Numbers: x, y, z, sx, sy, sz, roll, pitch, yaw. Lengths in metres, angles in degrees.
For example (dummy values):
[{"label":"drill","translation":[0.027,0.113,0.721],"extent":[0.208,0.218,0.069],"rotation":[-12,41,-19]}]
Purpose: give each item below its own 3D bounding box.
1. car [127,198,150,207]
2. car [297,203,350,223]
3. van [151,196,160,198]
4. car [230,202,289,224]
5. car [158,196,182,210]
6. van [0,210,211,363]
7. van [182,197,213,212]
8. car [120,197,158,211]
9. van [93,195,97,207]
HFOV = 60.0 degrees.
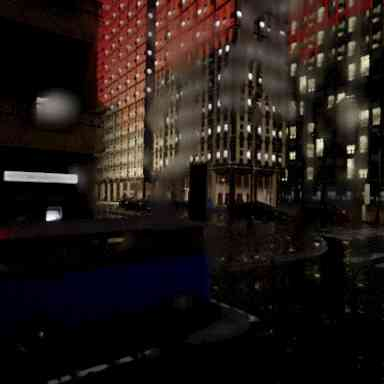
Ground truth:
[{"label":"car","translation":[-8.937,1.704,55.078],"extent":[1.947,1.339,4.313],"rotation":[2,-1,-35]},{"label":"car","translation":[10.681,1.622,27.441],"extent":[1.967,1.590,4.097],"rotation":[2,-1,-35]},{"label":"van","translation":[-5.663,1.485,50.475],"extent":[1.690,1.788,3.998],"rotation":[2,-1,-35]},{"label":"car","translation":[5.026,1.516,25.403],"extent":[1.882,1.535,5.008],"rotation":[2,-1,-35]},{"label":"car","translation":[-2.398,1.701,45.865],"extent":[2.008,1.369,4.403],"rotation":[2,-1,-35]},{"label":"van","translation":[-1.554,1.351,5.596],"extent":[3.998,1.788,1.690],"rotation":[0,1,-35]},{"label":"van","translation":[0.875,1.499,41.261],"extent":[1.690,1.788,3.998],"rotation":[2,-1,-35]},{"label":"car","translation":[-5.962,1.505,36.410],"extent":[2.008,1.369,4.403],"rotation":[2,-1,-35]},{"label":"van","translation":[-15.765,1.275,50.232],"extent":[1.690,1.788,3.998],"rotation":[2,-1,-35]}]
